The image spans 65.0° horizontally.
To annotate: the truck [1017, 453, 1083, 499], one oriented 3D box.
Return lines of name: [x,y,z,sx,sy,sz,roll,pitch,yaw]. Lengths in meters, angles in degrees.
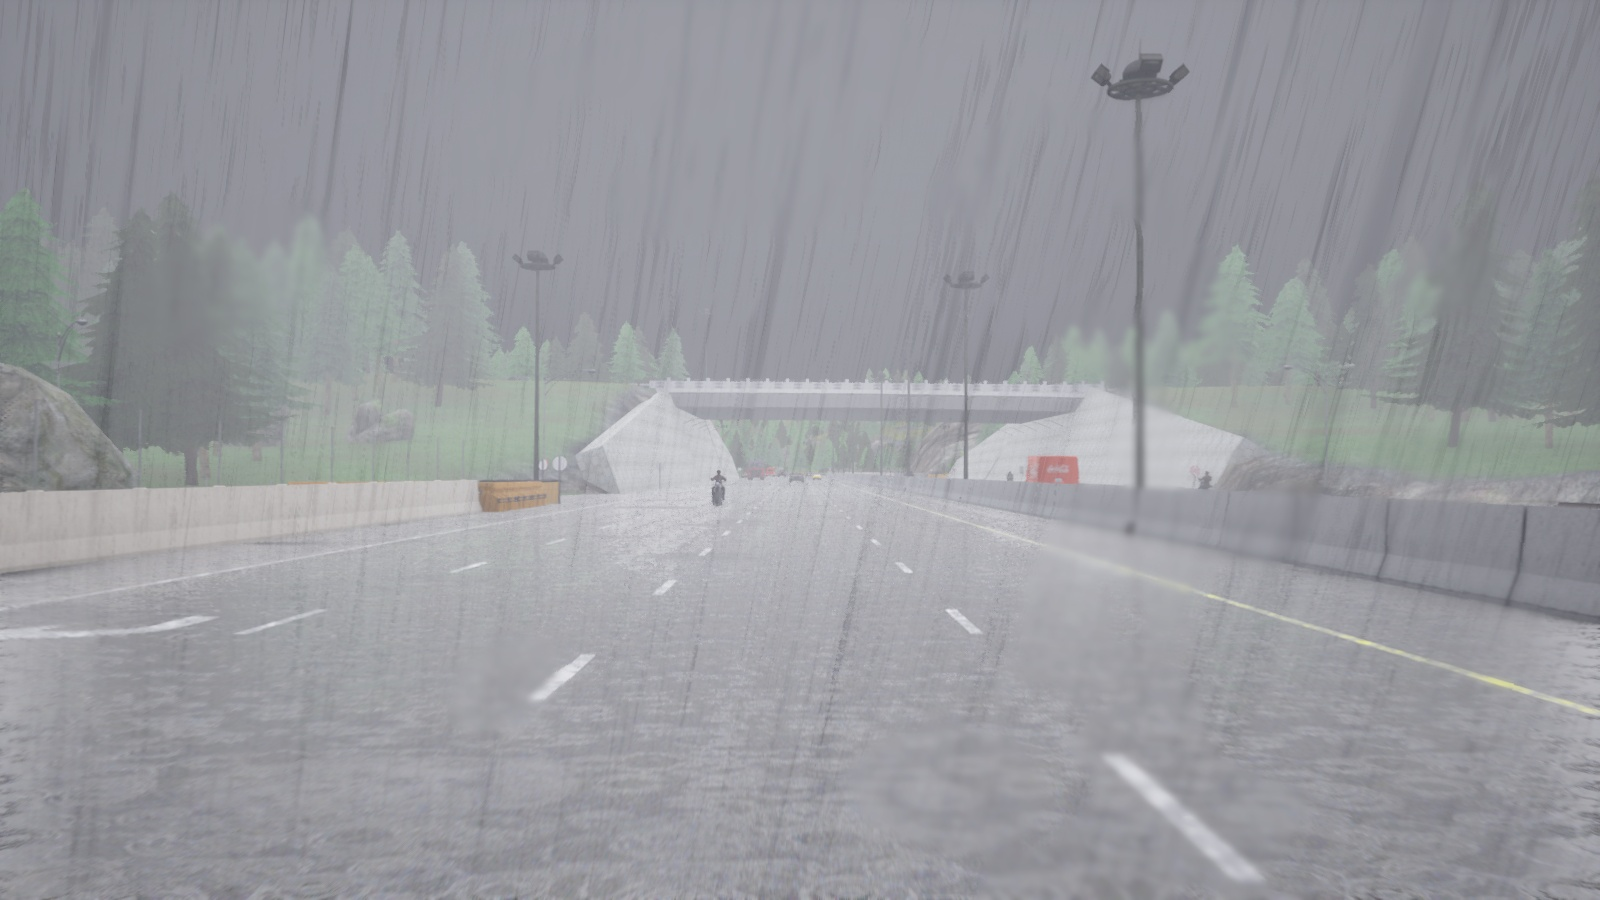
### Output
truck: [13.829,1.444,69.858,2.627,2.467,5.204,0,-1,0]

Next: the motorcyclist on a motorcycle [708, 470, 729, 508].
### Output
motorcyclist on a motorcycle: [-3.636,1.718,55.999,0.766,1.649,2.350,0,-1,0]
